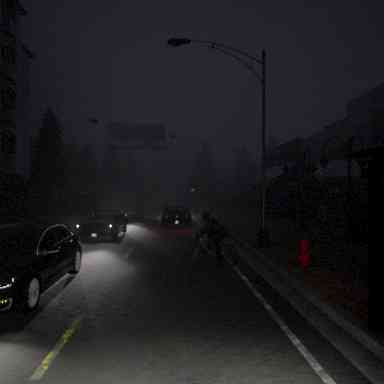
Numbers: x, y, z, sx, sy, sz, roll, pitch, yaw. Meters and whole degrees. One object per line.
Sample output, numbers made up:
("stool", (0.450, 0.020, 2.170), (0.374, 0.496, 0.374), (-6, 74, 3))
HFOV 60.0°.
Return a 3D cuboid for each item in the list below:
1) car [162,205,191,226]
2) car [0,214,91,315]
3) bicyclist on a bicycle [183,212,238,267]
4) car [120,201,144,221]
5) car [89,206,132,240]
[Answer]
("car", (-1.096, 1.589, 23.185), (1.895, 1.301, 4.718), (0, 0, -3))
("car", (-3.943, 1.501, 7.647), (1.837, 1.490, 4.892), (0, 0, -3))
("bicyclist on a bicycle", (0.562, 1.427, 9.880), (1.656, 1.620, 0.582), (0, 0, -3))
("car", (-4.962, 1.478, 26.739), (2.128, 1.511, 4.902), (0, 0, -3))
("car", (-4.450, 1.592, 16.893), (1.895, 1.301, 4.718), (0, 0, -3))
